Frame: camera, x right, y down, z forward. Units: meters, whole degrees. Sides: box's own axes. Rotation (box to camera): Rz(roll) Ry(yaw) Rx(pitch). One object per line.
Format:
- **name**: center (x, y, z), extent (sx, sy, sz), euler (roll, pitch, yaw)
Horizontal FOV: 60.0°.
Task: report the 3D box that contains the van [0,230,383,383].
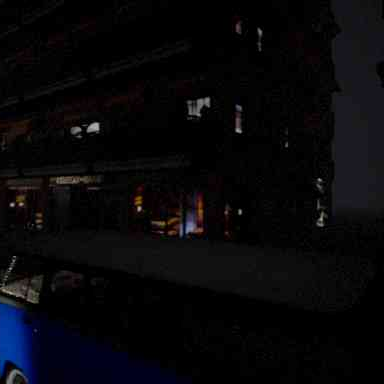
- **van**: center (-0.313, 1.339, 3.101), extent (3.998, 1.788, 1.690), euler (0, 0, 36)
